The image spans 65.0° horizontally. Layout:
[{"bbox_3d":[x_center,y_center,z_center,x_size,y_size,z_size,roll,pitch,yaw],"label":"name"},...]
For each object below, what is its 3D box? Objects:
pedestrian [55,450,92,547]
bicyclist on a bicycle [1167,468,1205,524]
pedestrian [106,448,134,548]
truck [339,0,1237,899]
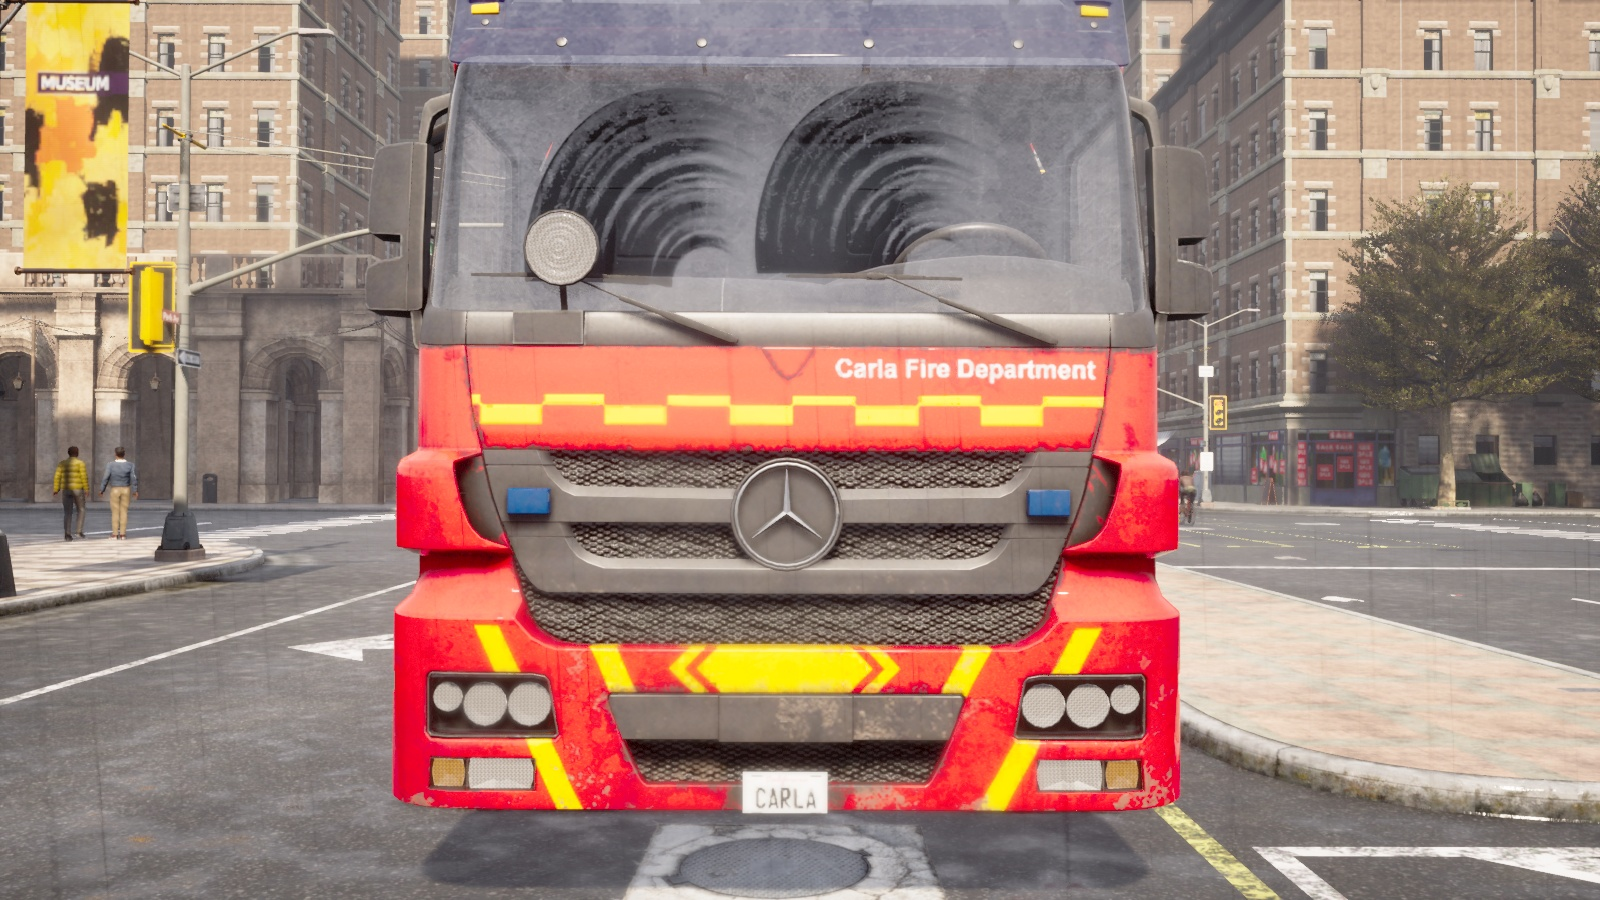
[{"bbox_3d":[-13.986,0.932,24.173,0.370,1.835,0.726,0,-1,-8],"label":"pedestrian"},{"bbox_3d":[11.383,1.343,37.086,0.582,1.620,1.656,0,-1,0],"label":"bicyclist on a bicycle"},{"bbox_3d":[-13.447,0.941,24.820,0.423,1.949,0.788,0,-1,-32],"label":"pedestrian"},{"bbox_3d":[-0.054,-0.211,8.305,2.891,3.827,8.468,0,-1,0],"label":"truck"}]
